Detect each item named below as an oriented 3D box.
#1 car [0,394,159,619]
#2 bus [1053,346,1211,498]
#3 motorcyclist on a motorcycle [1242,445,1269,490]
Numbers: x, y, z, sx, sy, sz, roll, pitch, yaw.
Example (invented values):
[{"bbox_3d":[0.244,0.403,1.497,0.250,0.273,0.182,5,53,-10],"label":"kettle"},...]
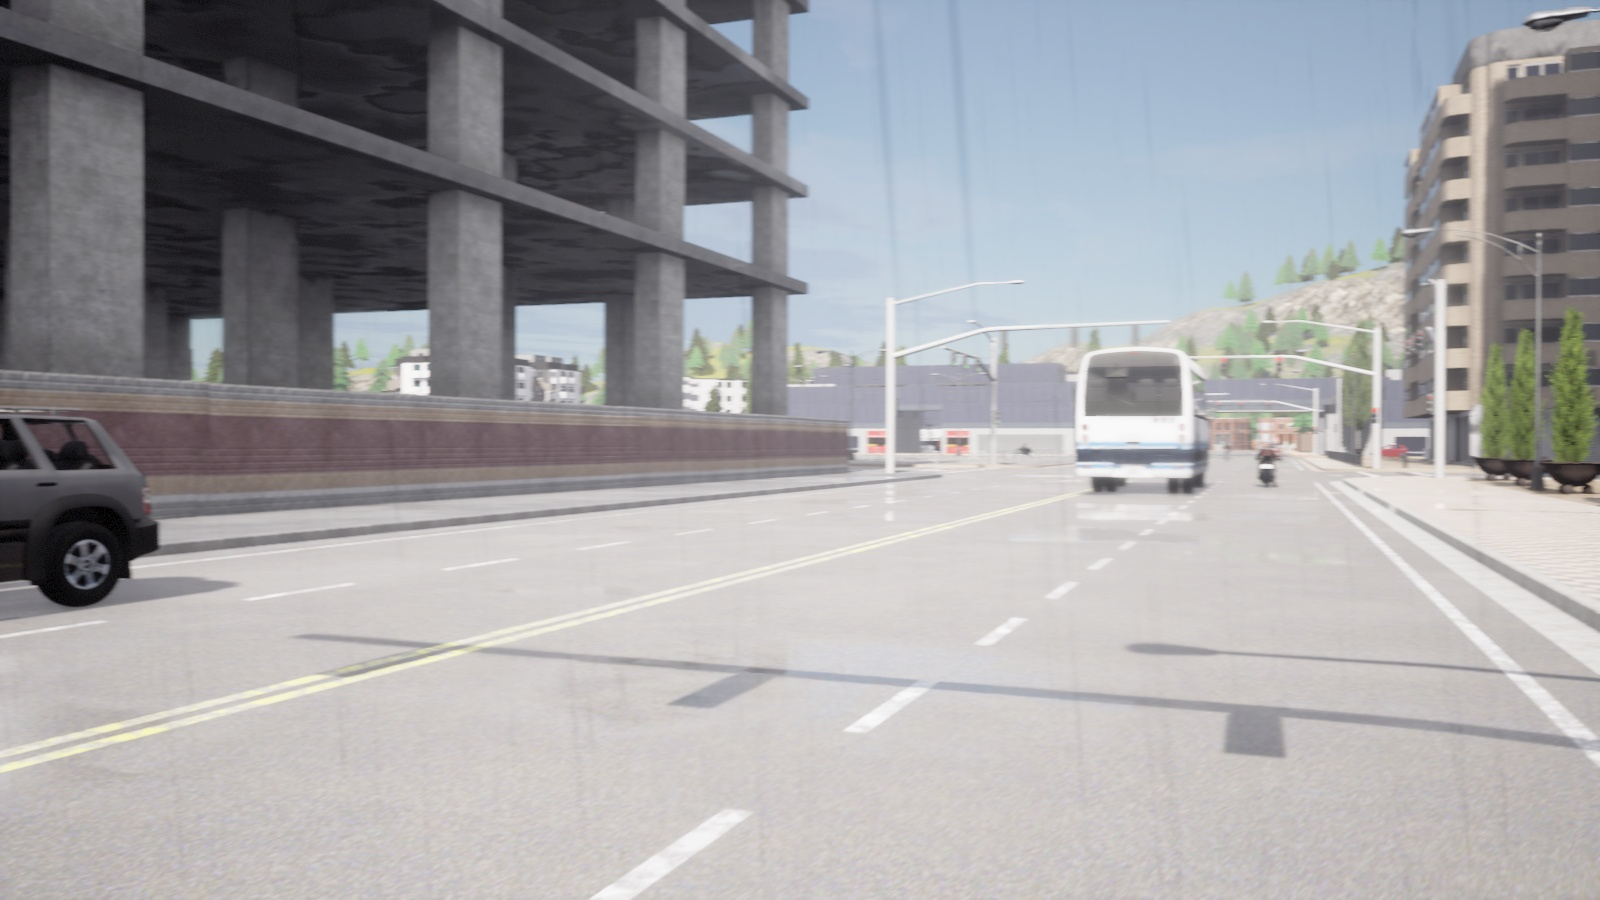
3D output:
[{"bbox_3d":[-7.766,0.465,10.034,1.932,1.855,4.605,0,0,20],"label":"car"},{"bbox_3d":[10.992,-0.816,40.607,3.944,4.253,10.273,0,0,20],"label":"bus"},{"bbox_3d":[15.892,0.601,43.801,0.866,1.530,2.191,0,0,20],"label":"motorcyclist on a motorcycle"}]
